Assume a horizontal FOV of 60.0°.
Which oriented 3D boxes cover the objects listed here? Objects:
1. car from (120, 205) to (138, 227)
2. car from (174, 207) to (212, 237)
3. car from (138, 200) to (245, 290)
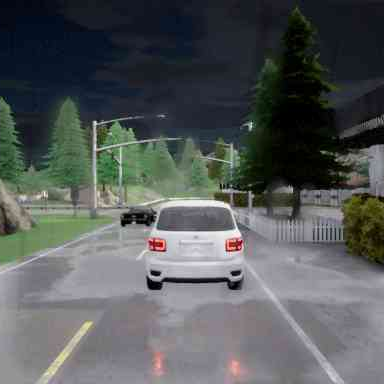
[{"bbox_3d":[-3.605,1.601,22.798,1.895,1.301,4.718,0,0,0],"label":"car"},{"bbox_3d":[0.018,1.601,18.977,1.895,1.301,4.718,0,0,0],"label":"car"},{"bbox_3d":[0.064,1.221,9.214,2.150,2.045,5.566,0,0,0],"label":"car"}]
